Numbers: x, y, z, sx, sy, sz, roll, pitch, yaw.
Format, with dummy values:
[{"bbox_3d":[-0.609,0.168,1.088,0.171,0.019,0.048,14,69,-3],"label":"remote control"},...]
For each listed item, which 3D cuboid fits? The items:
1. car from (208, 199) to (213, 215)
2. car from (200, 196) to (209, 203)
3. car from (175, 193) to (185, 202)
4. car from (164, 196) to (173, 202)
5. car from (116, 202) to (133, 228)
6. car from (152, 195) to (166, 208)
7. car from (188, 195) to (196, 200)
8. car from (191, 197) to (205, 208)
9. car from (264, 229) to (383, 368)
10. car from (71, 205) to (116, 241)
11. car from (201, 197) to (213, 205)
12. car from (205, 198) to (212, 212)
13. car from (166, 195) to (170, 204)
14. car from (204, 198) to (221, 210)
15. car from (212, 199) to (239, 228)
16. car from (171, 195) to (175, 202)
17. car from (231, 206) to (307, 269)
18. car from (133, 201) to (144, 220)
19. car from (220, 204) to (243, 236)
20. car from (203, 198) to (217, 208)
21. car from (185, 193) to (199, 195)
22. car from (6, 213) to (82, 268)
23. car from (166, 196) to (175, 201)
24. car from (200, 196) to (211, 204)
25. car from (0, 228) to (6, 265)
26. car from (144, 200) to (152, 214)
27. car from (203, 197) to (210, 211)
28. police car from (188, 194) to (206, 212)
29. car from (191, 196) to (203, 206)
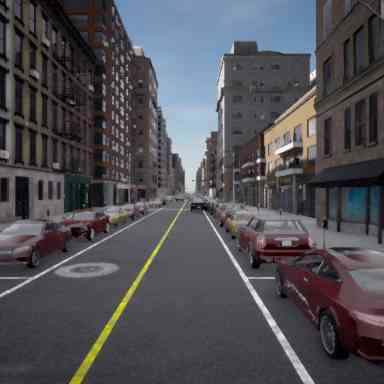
[{"bbox_3d":[2.638,1.558,27.727,2.008,1.369,4.403,0,0,0],"label":"car"},{"bbox_3d":[2.638,1.633,71.877,1.802,1.307,4.206,0,0,0],"label":"car"},{"bbox_3d":[-2.750,1.483,75.951,1.882,1.535,5.008,0,0,0],"label":"car"},{"bbox_3d":[-5.387,1.582,77.218,1.752,1.417,4.829,0,0,0],"label":"car"},{"bbox_3d":[-5.387,1.530,22.034,1.752,1.417,4.829,0,0,0],"label":"car"},{"bbox_3d":[-5.383,1.553,49.628,1.752,1.417,4.829,0,0,0],"label":"car"},{"bbox_3d":[0.001,1.449,89.644,2.033,1.411,5.357,0,0,0],"label":"car"},{"bbox_3d":[0.825,1.506,48.944,1.882,1.535,5.008,0,0,0],"label":"car"},{"bbox_3d":[2.638,1.582,5.651,1.802,1.307,4.206,0,0,0],"label":"car"},{"bbox_3d":[-5.387,1.548,16.686,1.887,1.381,4.507,0,0,0],"label":"car"},{"bbox_3d":[2.638,1.591,60.840,2.008,1.369,4.403,0,0,0],"label":"car"},{"bbox_3d":[2.637,1.577,33.245,1.947,1.339,4.313,0,0,0],"label":"car"},{"bbox_3d":[-5.388,1.349,55.314,2.192,1.841,5.009,0,0,0],"label":"car"},{"bbox_3d":[2.638,1.573,44.282,2.008,1.369,4.403,0,0,0],"label":"car"},{"bbox_3d":[2.638,1.445,22.208,1.967,1.590,4.097,0,0,0],"label":"car"},{"bbox_3d":[-5.387,1.491,71.870,1.967,1.590,4.097,0,0,0],"label":"car"},{"bbox_3d":[2.638,1.442,11.170,1.967,1.590,4.097,0,0,0],"label":"car"},{"bbox_3d":[-5.387,1.589,27.723,1.802,1.307,4.206,0,0,0],"label":"car"},{"bbox_3d":[2.638,1.528,16.859,1.752,1.417,4.829,0,0,0],"label":"car"},{"bbox_3d":[2.638,1.610,49.801,1.802,1.307,4.206,0,0,0],"label":"car"},{"bbox_3d":[0.000,1.464,74.340,2.128,1.511,4.902,0,0,0],"label":"car"},{"bbox_3d":[-5.387,1.583,11.168,1.802,1.307,4.206,0,0,0],"label":"car"},{"bbox_3d":[-5.387,1.614,82.906,2.008,1.369,4.403,0,0,0],"label":"car"},{"bbox_3d":[2.638,1.596,66.358,2.008,1.369,4.403,0,0,0],"label":"car"},{"bbox_3d":[-5.387,1.566,5.650,1.947,1.339,4.313,0,0,0],"label":"car"},{"bbox_3d":[-5.388,1.594,33.241,1.802,1.307,4.206,0,0,0],"label":"car"},{"bbox_3d":[2.637,1.561,38.763,1.887,1.381,4.507,0,0,0],"label":"car"},{"bbox_3d":[0.728,1.445,39.035,1.930,1.638,5.238,0,0,-1],"label":"police car"},{"bbox_3d":[0.825,1.513,54.944,1.882,1.535,5.008,0,0,0],"label":"car"}]
